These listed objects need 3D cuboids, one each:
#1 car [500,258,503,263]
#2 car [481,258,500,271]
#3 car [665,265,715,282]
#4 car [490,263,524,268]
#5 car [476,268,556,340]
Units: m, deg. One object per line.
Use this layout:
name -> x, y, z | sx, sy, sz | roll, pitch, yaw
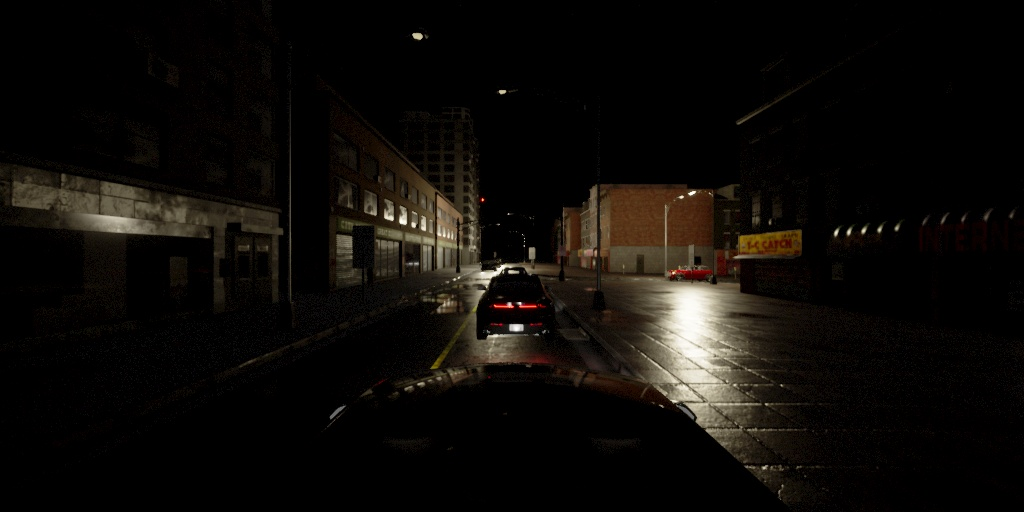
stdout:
car -> -2.874, 1.244, 60.656 | 1.837, 1.490, 4.892 | 0, 0, 0
car -> -2.881, 1.224, 45.465 | 1.882, 1.535, 5.008 | 0, 0, 0
car -> 16.332, 1.572, 33.134 | 4.097, 1.591, 1.967 | 0, 0, 0
car -> 0.093, 1.297, 19.546 | 2.033, 1.411, 5.357 | 0, 0, 0
car -> 0.085, 1.255, 9.934 | 1.837, 1.490, 4.892 | 0, 0, 0
